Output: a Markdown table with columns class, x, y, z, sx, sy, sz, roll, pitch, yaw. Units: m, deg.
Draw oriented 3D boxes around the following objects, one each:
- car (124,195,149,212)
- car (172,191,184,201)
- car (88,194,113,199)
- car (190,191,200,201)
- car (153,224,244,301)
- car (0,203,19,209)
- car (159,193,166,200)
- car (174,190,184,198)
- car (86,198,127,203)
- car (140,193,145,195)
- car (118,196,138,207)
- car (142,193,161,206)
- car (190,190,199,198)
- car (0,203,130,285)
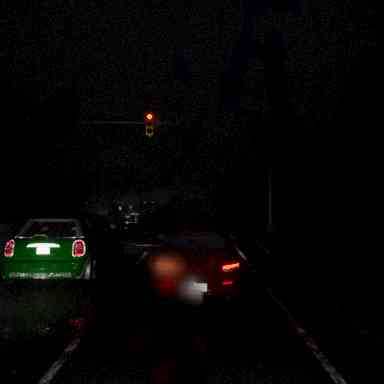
| class | x | y | z | sx | sy | sz | roll | pitch | yaw |
| --- | --- | --- | --- | --- | --- | --- | --- | --- | --- |
| car | -6.833 | 1.491 | 39.535 | 2.128 | 1.511 | 4.902 | 0 | 0 | 1 |
| car | -2.911 | 0.985 | 66.447 | 1.882 | 1.535 | 5.008 | 0 | 3 | 1 |
| car | -10.348 | 1.221 | 37.763 | 2.150 | 2.045 | 5.566 | 0 | 0 | 0 |
| car | 0.591 | 0.845 | 66.688 | 2.097 | 1.767 | 4.553 | 0 | 3 | 0 |
| car | 0.132 | 1.526 | 8.192 | 1.812 | 1.442 | 4.674 | 0 | 0 | 0 |
| car | -15.531 | 1.478 | 24.626 | 5.008 | 1.535 | 1.882 | 0 | 2 | -28 |
| car | -6.492 | 0.983 | 68.891 | 1.895 | 1.301 | 4.718 | 0 | 3 | 0 |
| car | -2.927 | 0.510 | 76.557 | 2.128 | 1.511 | 4.902 | 0 | 3 | 0 |
| car | -6.946 | 1.492 | 26.334 | 2.128 | 1.511 | 4.902 | 0 | 0 | 0 |
| car | -9.997 | 0.957 | 68.323 | 1.994 | 1.385 | 4.181 | 0 | 3 | 1 |
| car | -10.209 | 1.472 | 53.350 | 2.128 | 1.511 | 4.902 | 0 | 1 | 0 |
| car | -6.707 | 1.473 | 54.024 | 1.837 | 1.490 | 4.892 | 0 | 1 | 0 |
| car | 0.575 | 0.473 | 76.766 | 1.837 | 1.490 | 4.892 | 0 | 3 | 0 |
| car | -3.360 | 1.352 | 9.659 | 2.097 | 1.767 | 4.553 | 0 | 0 | 0 |
